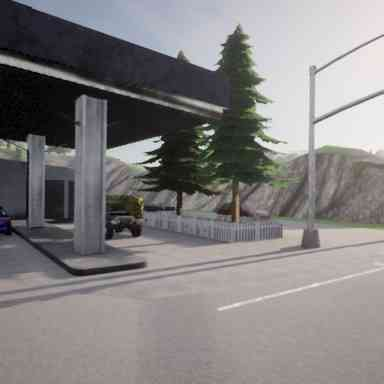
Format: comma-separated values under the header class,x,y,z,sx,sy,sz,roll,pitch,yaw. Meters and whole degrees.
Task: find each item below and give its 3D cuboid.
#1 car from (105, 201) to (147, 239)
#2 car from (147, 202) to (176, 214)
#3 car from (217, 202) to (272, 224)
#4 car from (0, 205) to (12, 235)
class,x,y,z,sx,sy,sz,roll,pitch,yaw
car,-4.364,1.446,18.328,1.905,1.878,3.866,1,0,-35
car,-3.573,1.760,36.369,1.895,1.301,4.718,1,0,-35
car,3.941,1.599,25.527,2.097,1.767,4.553,1,0,-35
car,-11.493,1.521,18.592,2.242,1.667,4.611,1,0,-36
